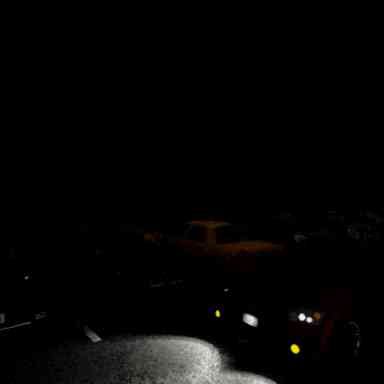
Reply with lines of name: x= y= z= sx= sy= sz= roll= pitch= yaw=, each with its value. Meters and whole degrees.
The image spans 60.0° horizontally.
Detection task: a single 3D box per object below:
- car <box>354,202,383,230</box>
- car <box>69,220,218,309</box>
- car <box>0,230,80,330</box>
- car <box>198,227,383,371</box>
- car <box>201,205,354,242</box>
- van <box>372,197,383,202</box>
car: x=4.907 y=1.368 z=12.983 sx=2.185 sy=1.767 sz=4.553 roll=0 pitch=0 yaw=-35
car: x=-1.859 y=1.485 z=8.127 sx=2.231 sy=1.521 sz=4.892 roll=0 pitch=0 yaw=-35
car: x=-4.112 y=1.482 z=6.505 sx=2.231 sy=1.521 sz=4.892 roll=0 pitch=0 yaw=-35
car: x=2.420 y=1.564 z=5.723 sx=4.181 sy=1.385 sz=1.994 roll=0 pitch=0 yaw=-36
car: x=2.647 y=1.365 z=11.371 sx=2.185 sy=1.767 sz=4.553 roll=0 pitch=0 yaw=-35
van: x=11.639 y=1.278 z=17.889 sx=1.878 sy=1.987 sz=4.442 roll=0 pitch=0 yaw=-35
